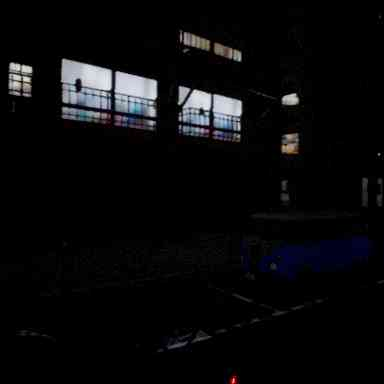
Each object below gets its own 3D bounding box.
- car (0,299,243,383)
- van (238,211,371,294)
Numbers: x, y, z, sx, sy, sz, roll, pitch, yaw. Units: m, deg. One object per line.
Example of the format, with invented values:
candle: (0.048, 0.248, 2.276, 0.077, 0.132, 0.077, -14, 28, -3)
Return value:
car: (-2.053, 1.542, 1.915, 5.357, 1.411, 2.033, 1, 0, -35)
van: (3.027, 1.401, 8.714, 3.998, 1.788, 1.690, 1, 0, -36)
